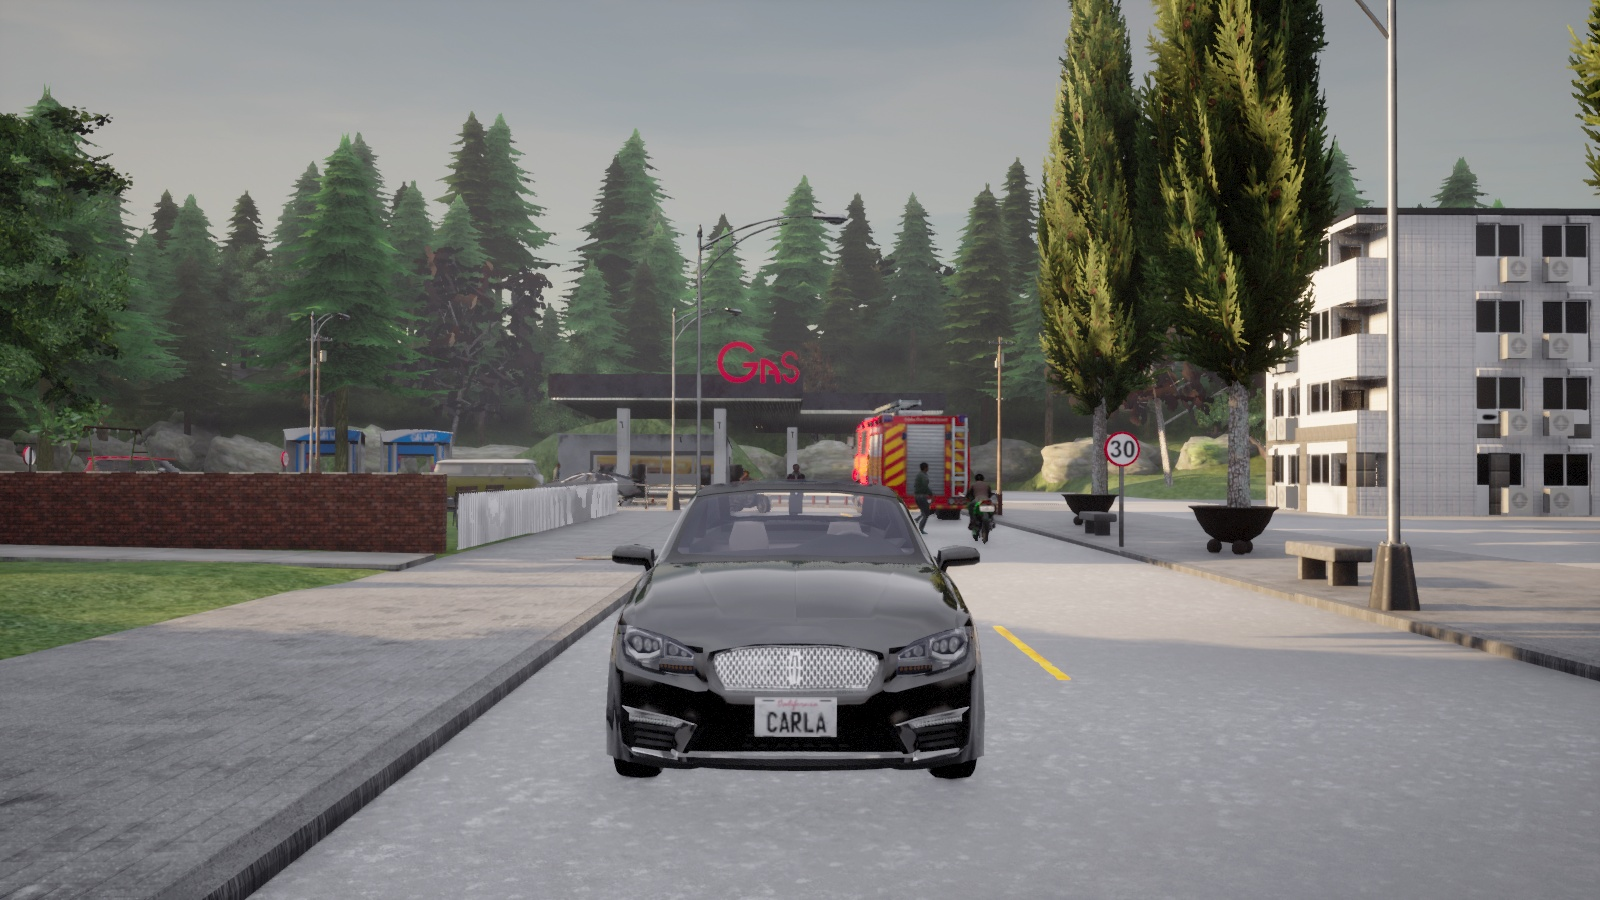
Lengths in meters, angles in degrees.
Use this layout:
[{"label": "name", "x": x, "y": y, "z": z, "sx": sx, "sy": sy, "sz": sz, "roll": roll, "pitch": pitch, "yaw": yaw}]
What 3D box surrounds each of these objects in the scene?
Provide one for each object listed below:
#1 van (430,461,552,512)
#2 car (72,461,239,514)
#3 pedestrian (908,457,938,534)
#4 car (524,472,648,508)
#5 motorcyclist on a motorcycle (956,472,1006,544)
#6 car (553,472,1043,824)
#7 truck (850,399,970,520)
[{"label": "van", "x": -12.311, "y": 1.457, "z": 50.193, "sx": 4.442, "sy": 1.987, "sz": 1.775, "roll": 0, "pitch": -1, "yaw": 0}, {"label": "car", "x": -25.648, "y": 1.476, "z": 50.136, "sx": 5.566, "sy": 2.045, "sz": 2.150, "roll": 0, "pitch": -1, "yaw": 0}, {"label": "pedestrian", "x": 2.991, "y": 1.107, "z": 30.543, "sx": 0.614, "sy": 1.847, "sz": 0.353, "roll": 0, "pitch": -1, "yaw": -23}, {"label": "car", "x": -9.183, "y": 1.715, "z": 54.152, "sx": 4.902, "sy": 1.511, "sz": 2.128, "roll": 0, "pitch": -1, "yaw": 5}, {"label": "motorcyclist on a motorcycle", "x": 3.941, "y": 1.241, "z": 27.480, "sx": 0.797, "sy": 1.523, "sz": 2.044, "roll": 0, "pitch": -1, "yaw": 0}, {"label": "car", "x": -0.019, "y": 0.903, "z": 7.912, "sx": 2.128, "sy": 1.511, "sz": 4.902, "roll": 0, "pitch": -1, "yaw": 0}, {"label": "truck", "x": 3.634, "y": 0.371, "z": 43.836, "sx": 2.891, "sy": 3.827, "sz": 8.468, "roll": 0, "pitch": -1, "yaw": -4}]
